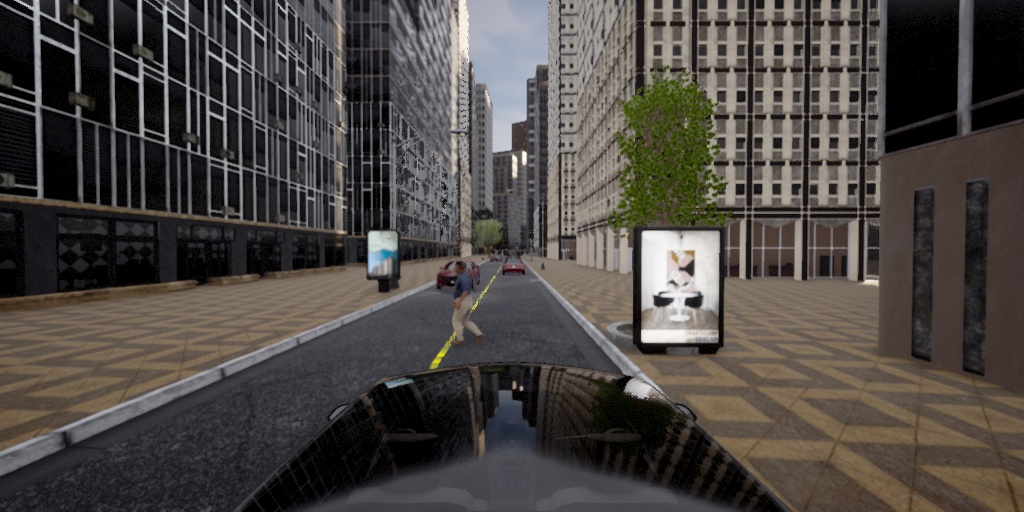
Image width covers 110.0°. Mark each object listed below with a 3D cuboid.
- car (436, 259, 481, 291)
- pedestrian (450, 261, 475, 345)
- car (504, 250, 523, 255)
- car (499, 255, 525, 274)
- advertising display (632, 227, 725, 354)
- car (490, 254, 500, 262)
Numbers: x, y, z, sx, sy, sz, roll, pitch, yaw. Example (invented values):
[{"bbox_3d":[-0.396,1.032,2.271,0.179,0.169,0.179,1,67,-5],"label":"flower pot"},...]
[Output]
[{"bbox_3d":[-2.819,0.943,19.672,1.882,1.535,5.008,0,1,0],"label":"car"},{"bbox_3d":[-1.051,0.949,7.591,0.375,1.860,0.375,0,1,-2],"label":"pedestrian"},{"bbox_3d":[0.161,0.282,45.663,2.150,2.045,5.566,0,1,0],"label":"car"},{"bbox_3d":[0.142,0.839,31.783,1.994,1.385,4.181,0,1,0],"label":"car"},{"bbox_3d":[3.017,0.696,6.556,1.540,2.440,0.280,0,0,0],"label":"advertising display"},{"bbox_3d":[-2.692,0.384,62.284,1.994,1.385,4.181,0,1,1],"label":"car"}]
